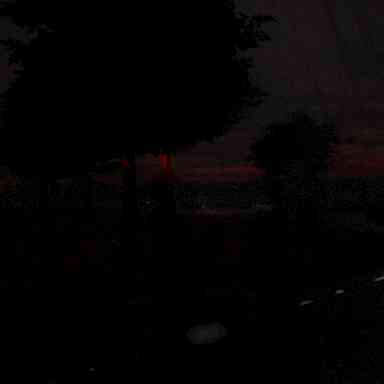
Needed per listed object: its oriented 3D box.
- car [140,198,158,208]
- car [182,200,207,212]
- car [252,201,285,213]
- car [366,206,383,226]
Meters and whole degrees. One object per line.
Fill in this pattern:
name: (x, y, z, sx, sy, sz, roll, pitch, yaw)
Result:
car: (-7.963, 1.807, 61.044, 2.097, 1.767, 4.553, -3, 0, -28)
car: (0.280, 1.861, 46.227, 2.128, 1.511, 4.902, -3, 1, -30)
car: (9.116, 1.689, 38.665, 1.895, 1.301, 4.718, -3, 1, -32)
car: (14.679, 1.628, 22.987, 1.837, 1.490, 4.892, -3, 1, -33)
